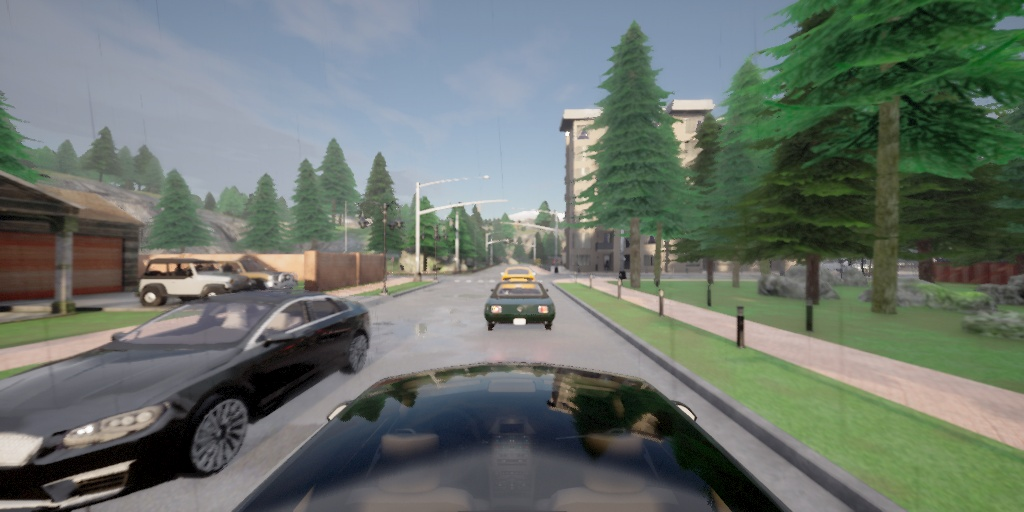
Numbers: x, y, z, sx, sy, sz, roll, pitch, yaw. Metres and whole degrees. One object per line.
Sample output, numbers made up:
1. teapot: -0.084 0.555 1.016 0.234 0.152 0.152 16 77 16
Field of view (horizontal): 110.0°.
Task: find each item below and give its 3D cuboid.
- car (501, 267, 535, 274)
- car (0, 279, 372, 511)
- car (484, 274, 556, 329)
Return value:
1. car: 0.353 1.381 20.967 1.882 1.535 5.008 0 0 1
2. car: -3.571 1.264 4.831 2.128 1.511 4.902 0 0 1
3. car: 0.235 1.428 11.462 1.895 1.301 4.718 0 0 1
